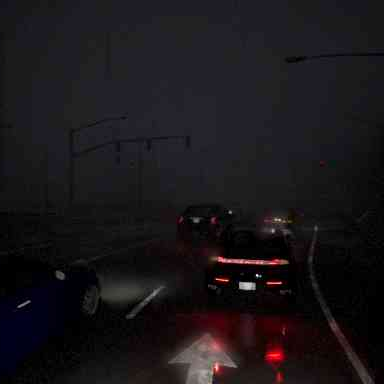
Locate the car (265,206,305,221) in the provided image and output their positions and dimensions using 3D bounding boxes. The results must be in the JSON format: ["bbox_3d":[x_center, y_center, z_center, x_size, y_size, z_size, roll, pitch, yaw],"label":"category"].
[{"bbox_3d":[4.647,1.505,17.268,1.837,1.490,4.892,0,0,21],"label":"car"}]

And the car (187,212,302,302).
[{"bbox_3d":[1.564,1.492,8.392,2.128,1.511,4.902,0,0,13],"label":"car"}]

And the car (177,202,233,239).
[{"bbox_3d":[0.947,1.352,17.212,2.097,1.767,4.553,0,0,20],"label":"car"}]

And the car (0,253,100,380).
[{"bbox_3d":[-2.844,1.525,4.378,1.812,1.442,4.674,0,0,7],"label":"car"}]
